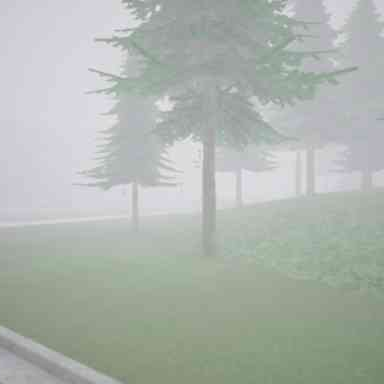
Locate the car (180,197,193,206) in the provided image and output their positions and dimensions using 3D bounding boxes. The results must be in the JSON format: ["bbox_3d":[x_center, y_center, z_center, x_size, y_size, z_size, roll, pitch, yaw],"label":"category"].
[{"bbox_3d":[-0.150,1.634,58.200,1.812,1.442,4.674,0,0,36],"label":"car"}]

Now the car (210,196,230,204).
[{"bbox_3d":[5.712,1.613,66.649,1.837,1.490,4.892,0,0,35],"label":"car"}]

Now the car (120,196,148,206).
[{"bbox_3d":[-9.811,1.487,58.560,2.097,1.767,4.553,0,0,35],"label":"car"}]

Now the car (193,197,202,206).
[{"bbox_3d":[2.714,1.623,56.187,1.812,1.442,4.674,0,0,36],"label":"car"}]

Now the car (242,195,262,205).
[{"bbox_3d":[11.433,1.438,62.617,2.097,1.767,4.553,0,0,35],"label":"car"}]

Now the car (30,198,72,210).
[{"bbox_3d":[-18.888,1.626,45.654,2.128,1.511,4.902,0,0,35],"label":"car"}]

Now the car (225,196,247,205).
[{"bbox_3d":[8.564,1.589,64.620,2.128,1.511,4.902,0,0,35],"label":"car"}]

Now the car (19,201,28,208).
[{"bbox_3d":[-23.868,1.683,50.713,1.812,1.442,4.674,0,0,35],"label":"car"}]

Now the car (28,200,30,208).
[{"bbox_3d":[-20.826,1.623,48.971,1.882,1.535,5.008,0,0,35],"label":"car"}]

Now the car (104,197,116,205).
[{"bbox_3d":[-14.568,1.661,63.887,1.837,1.490,4.892,0,0,36],"label":"car"}]

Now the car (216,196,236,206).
[{"bbox_3d":[5.813,1.686,54.508,1.895,1.301,4.718,0,0,35],"label":"car"}]

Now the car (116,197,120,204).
[{"bbox_3d":[-11.141,1.693,62.689,2.033,1.411,5.357,0,0,36],"label":"car"}]
